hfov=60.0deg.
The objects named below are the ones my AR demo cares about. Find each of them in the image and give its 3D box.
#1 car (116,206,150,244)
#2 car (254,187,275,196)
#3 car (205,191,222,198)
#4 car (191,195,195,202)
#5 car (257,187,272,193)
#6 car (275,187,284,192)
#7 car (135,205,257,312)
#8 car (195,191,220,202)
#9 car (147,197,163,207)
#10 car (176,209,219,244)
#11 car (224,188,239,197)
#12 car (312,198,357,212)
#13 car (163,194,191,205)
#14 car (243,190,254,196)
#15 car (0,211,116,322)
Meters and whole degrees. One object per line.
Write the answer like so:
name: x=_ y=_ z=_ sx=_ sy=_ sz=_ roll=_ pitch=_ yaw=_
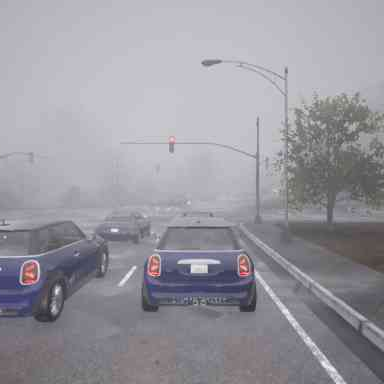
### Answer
car: x=-3.199 y=1.593 z=16.017 sx=1.994 sy=1.385 sz=4.181 roll=0 pitch=0 yaw=2
car: x=17.662 y=0.139 z=80.977 sx=2.128 sy=1.511 sz=4.902 roll=0 pitch=3 yaw=33
car: x=5.242 y=0.550 z=80.494 sx=2.128 sy=1.511 sz=4.902 roll=0 pitch=3 yaw=28
car: x=-0.422 y=1.253 z=68.732 sx=1.994 sy=1.385 sz=4.181 roll=0 pitch=2 yaw=23
car: x=19.801 y=-0.525 z=90.398 sx=2.128 sy=1.511 sz=4.902 roll=0 pitch=3 yaw=38
car: x=23.401 y=-0.602 z=89.378 sx=1.882 sy=1.535 sz=5.008 roll=0 pitch=3 yaw=38
car: x=0.139 y=1.361 z=7.909 sx=2.097 sy=1.767 sz=4.553 roll=0 pitch=0 yaw=0
car: x=3.275 y=0.853 z=68.454 sx=2.150 sy=2.045 sz=5.566 roll=0 pitch=3 yaw=23
car: x=-5.560 y=1.591 z=53.397 sx=1.837 sy=1.490 sz=4.892 roll=0 pitch=1 yaw=16
car: x=0.326 y=1.632 z=16.940 sx=1.895 sy=1.301 sz=4.718 roll=0 pitch=0 yaw=2
car: x=9.794 y=0.066 z=81.471 sx=2.150 sy=2.045 sz=5.566 roll=0 pitch=3 yaw=28
car: x=16.433 y=1.530 z=38.431 sx=4.892 sy=1.490 sz=1.837 roll=-1 pitch=0 yaw=4
car: x=-2.271 y=1.309 z=51.985 sx=2.150 sy=2.045 sz=5.566 roll=0 pitch=1 yaw=14
car: x=14.132 y=0.203 z=81.913 sx=1.812 sy=1.442 sz=4.674 roll=0 pitch=3 yaw=33
car: x=-3.365 y=1.361 z=7.405 sx=2.097 sy=1.767 sz=4.553 roll=0 pitch=0 yaw=1
